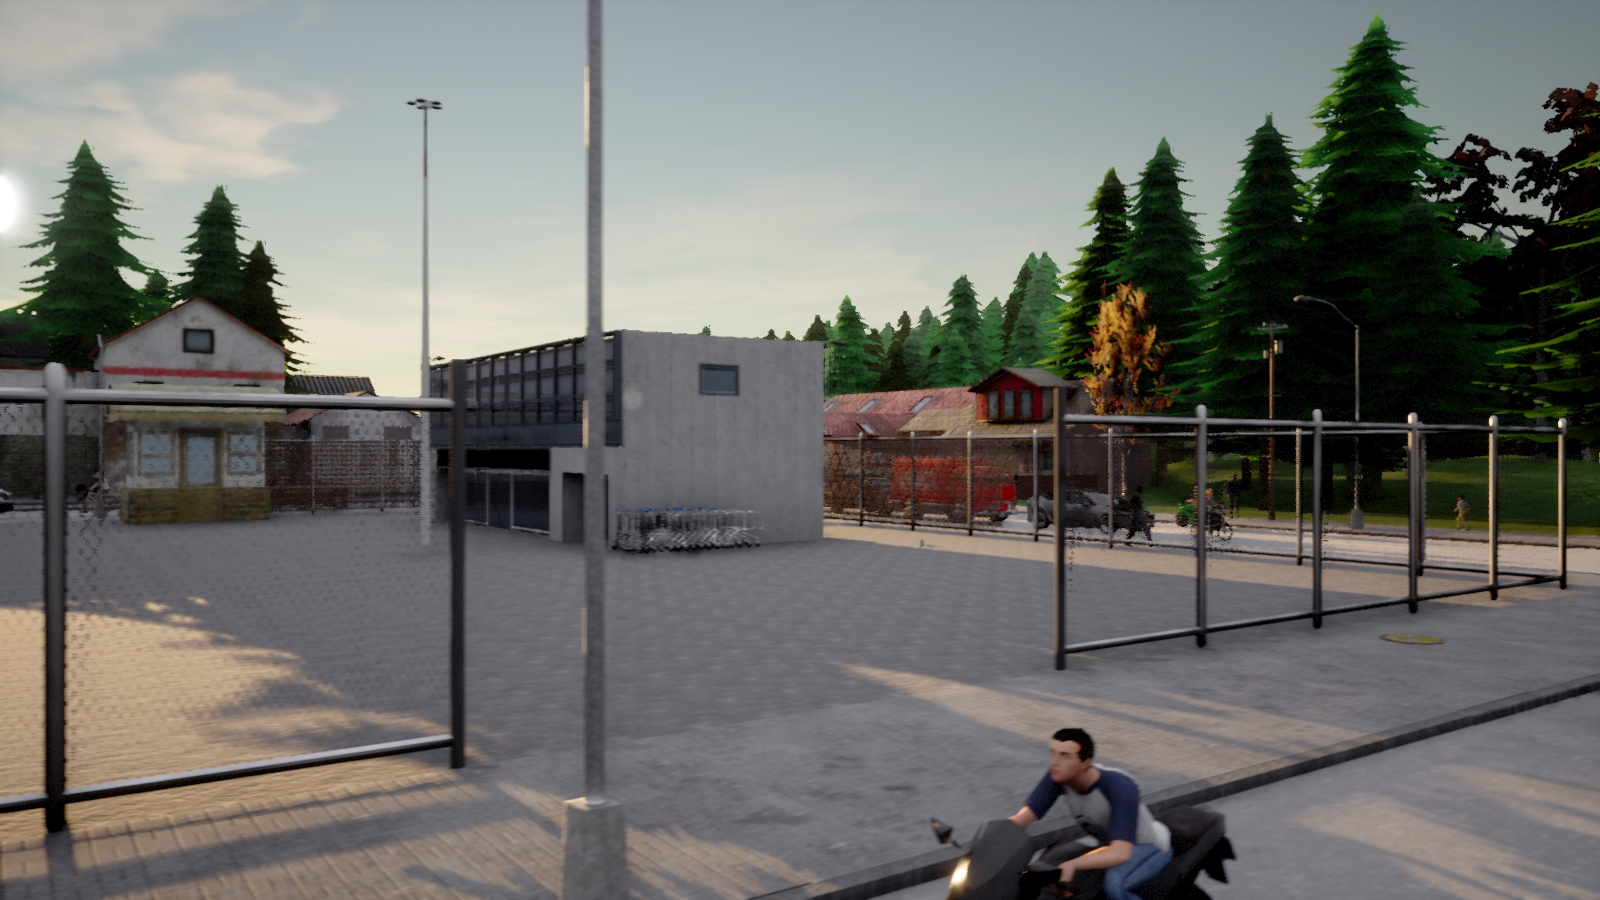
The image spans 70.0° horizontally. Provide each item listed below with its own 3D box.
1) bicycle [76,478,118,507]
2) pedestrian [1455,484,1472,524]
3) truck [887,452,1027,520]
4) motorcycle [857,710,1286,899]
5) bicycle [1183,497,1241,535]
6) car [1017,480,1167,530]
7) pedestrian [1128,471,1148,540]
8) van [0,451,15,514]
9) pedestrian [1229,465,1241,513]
[{"bbox_3d":[-32.078,1.936,52.147,1.643,1.296,0.373,0,0,-35],"label":"bicycle"},{"bbox_3d":[22.087,1.805,38.032,0.375,1.300,0.375,0,0,-38],"label":"pedestrian"},{"bbox_3d":[6.131,1.339,45.113,2.627,2.467,5.204,0,0,-35],"label":"truck"},{"bbox_3d":[1.316,1.993,5.340,2.033,1.145,0.803,0,0,-35],"label":"motorcycle"},{"bbox_3d":[12.813,2.036,35.538,0.859,1.080,1.487,0,0,-35],"label":"bicycle"},{"bbox_3d":[10.012,1.843,39.541,2.163,1.488,4.792,0,0,-35],"label":"car"},{"bbox_3d":[9.271,1.516,31.373,0.375,1.860,0.375,0,0,-35],"label":"pedestrian"},{"bbox_3d":[-34.766,1.315,45.362,5.915,2.561,1.988,0,0,-35],"label":"van"},{"bbox_3d":[16.906,1.524,44.404,0.375,1.860,0.375,0,0,4],"label":"pedestrian"}]
